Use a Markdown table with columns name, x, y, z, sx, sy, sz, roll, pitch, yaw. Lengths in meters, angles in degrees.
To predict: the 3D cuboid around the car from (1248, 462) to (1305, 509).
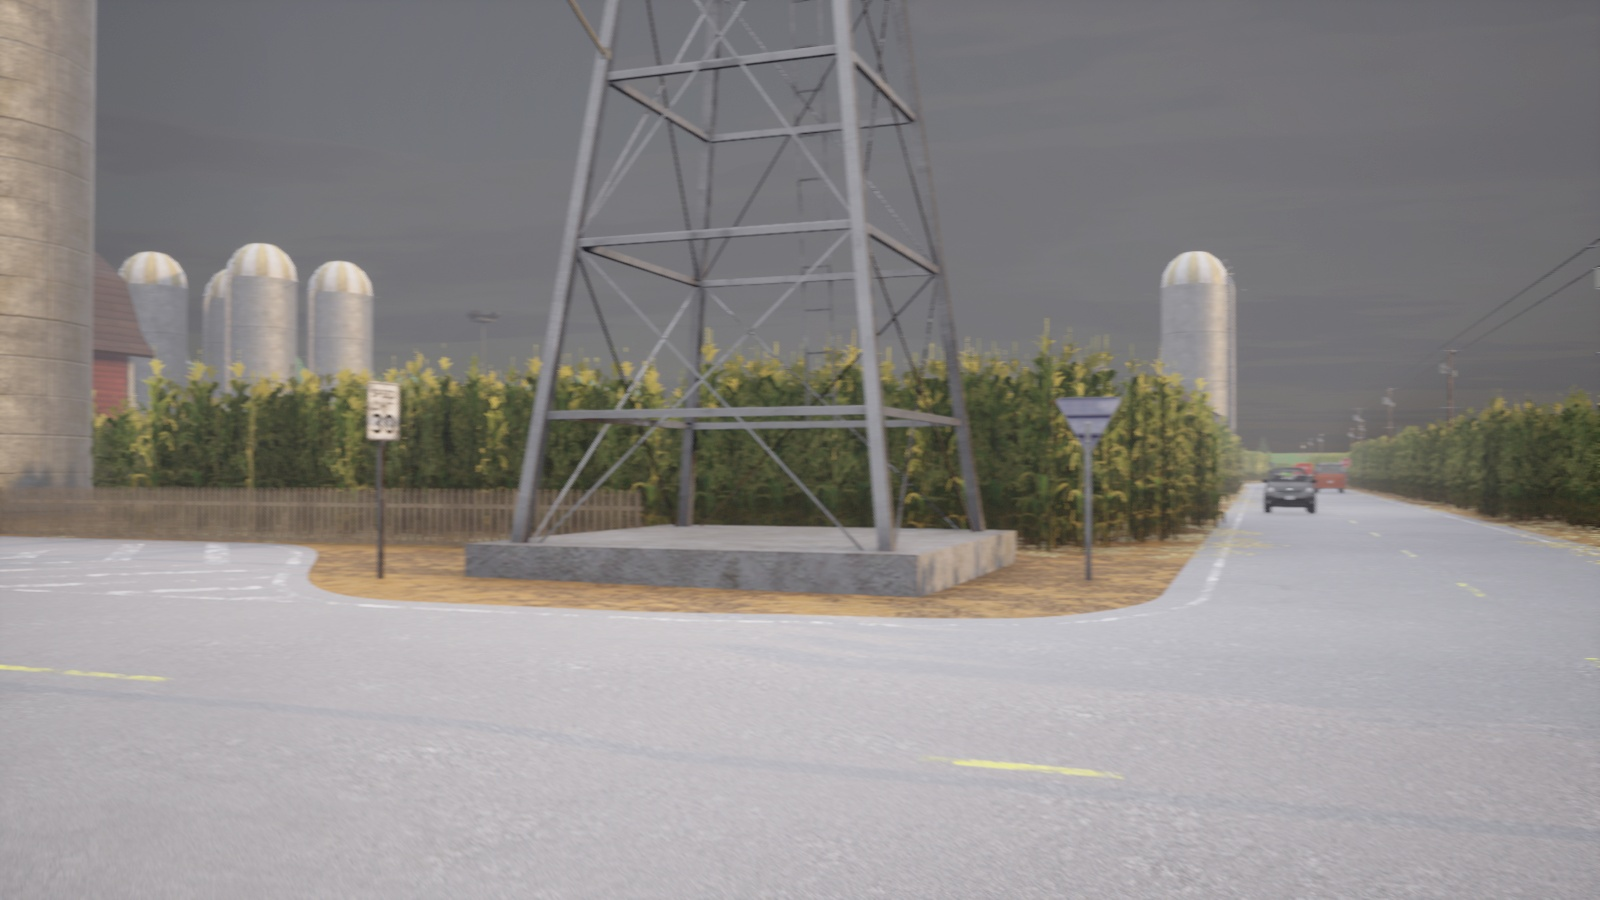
| name | x | y | z | sx | sy | sz | roll | pitch | yaw |
| --- | --- | --- | --- | --- | --- | --- | --- | --- | --- |
| car | 17.270 | 1.249 | 45.634 | 1.851 | 1.617 | 3.988 | -1 | -1 | 20 |

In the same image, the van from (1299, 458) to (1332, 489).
| name | x | y | z | sx | sy | sz | roll | pitch | yaw |
| --- | --- | --- | --- | --- | --- | --- | --- | --- | --- |
| van | 33.755 | 1.517 | 82.308 | 1.775 | 1.987 | 4.442 | -1 | -1 | 20 |
